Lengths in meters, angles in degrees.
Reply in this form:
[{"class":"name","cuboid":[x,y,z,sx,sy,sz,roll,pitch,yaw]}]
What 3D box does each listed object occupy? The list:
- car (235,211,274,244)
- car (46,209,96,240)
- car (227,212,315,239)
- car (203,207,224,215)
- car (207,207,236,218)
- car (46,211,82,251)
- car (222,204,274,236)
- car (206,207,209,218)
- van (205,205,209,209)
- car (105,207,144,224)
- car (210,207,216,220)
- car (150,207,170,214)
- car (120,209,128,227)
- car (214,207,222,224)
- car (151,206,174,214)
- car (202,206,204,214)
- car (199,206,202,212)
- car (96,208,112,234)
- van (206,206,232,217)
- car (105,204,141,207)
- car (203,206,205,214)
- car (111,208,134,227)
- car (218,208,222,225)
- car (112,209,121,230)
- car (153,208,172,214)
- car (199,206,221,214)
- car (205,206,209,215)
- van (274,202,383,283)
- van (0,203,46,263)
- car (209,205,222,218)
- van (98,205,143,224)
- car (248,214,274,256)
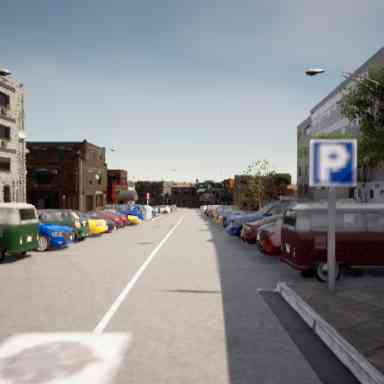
[{"class":"car","cuboid":[4.650,1.719,14.605,5.008,1.535,2.097,0,-3,0]},{"class":"car","cuboid":[-7.648,1.695,17.079,4.553,1.767,2.185,0,-2,0]},{"class":"car","cuboid":[4.621,1.985,20.126,4.792,1.488,2.163,0,-2,0]},{"class":"car","cuboid":[4.682,4.134,73.162,4.553,1.767,2.185,0,-2,0]},{"class":"car","cuboid":[4.681,3.285,53.626,4.553,1.767,2.185,0,-2,0]},{"class":"car","cuboid":[-7.685,1.704,14.286,5.008,1.535,2.097,0,-2,0]},{"class":"car","cuboid":[4.622,1.583,17.348,5.566,2.045,2.435,0,-2,0]},{"class":"car","cuboid":[4.644,2.927,42.455,4.892,1.521,2.231,0,-2,0]},{"class":"van","cuboid":[4.534,2.942,48.048,4.442,1.987,1.878,0,-2,0]},{"class":"car","cuboid":[-7.494,2.429,31.143,5.366,1.575,1.946,0,-2,0]},{"class":"car","cuboid":[4.836,2.559,34.083,5.366,1.575,1.946,0,-3,0]},{"class":"car","cuboid":[-7.648,4.421,79.813,4.553,1.767,2.185,0,-3,0]},{"class":"car","cuboid":[-7.677,2.230,25.563,4.674,1.452,2.002,0,-2,0]},{"class":"car","cuboid":[4.836,2.316,28.501,5.366,1.575,1.946,0,-2,0]},{"class":"car","cuboid":[-7.708,4.174,77.008,5.566,2.045,2.435,0,-2,0]},{"class":"car","cuboid":[4.679,3.804,61.994,4.792,1.488,2.163,0,-3,0]},{"class":"car","cuboid":[4.678,3.766,67.587,5.566,2.045,2.435,0,-2,0]},{"class":"car","cuboid":[-7.865,1.944,19.989,5.366,1.575,1.946,0,-2,0]},{"class":"van","cuboid":[4.767,3.428,59.211,4.442,1.987,1.878,0,-2,0]},{"class":"car","cuboid":[-7.708,2.297,33.817,5.566,2.045,2.435,0,-2,0]},{"class":"car","cuboid":[4.645,3.295,50.954,5.008,1.535,2.097,0,-2,0]},{"class":"car","cuboid":[-7.677,2.346,28.228,4.674,1.452,2.002,0,-2,0]},{"class":"car","cuboid":[4.680,2.227,25.708,4.792,1.488,2.163,0,-2,0]},{"class":"car","cuboid":[-7.651,2.098,22.777,4.792,1.488,2.163,0,-2,0]},{"class":"car","cuboid":[-7.676,4.848,85.801,4.674,1.452,2.002,0,-2,0]},{"class":"car","cuboid":[4.623,4.615,87.123,5.566,2.045,2.435,0,-2,0]},{"class":"car","cuboid":[4.656,3.048,45.247,4.892,1.521,2.231,0,-2,0]},{"class":"van","cuboid":[4.767,1.312,8.996,4.442,1.987,1.878,0,-2,0]},{"class":"van","cuboid":[-7.796,1.381,11.521,4.442,1.987,1.878,0,-2,0]},{"class":"car","cuboid":[4.618,2.679,39.672,4.553,1.767,2.185,0,-2,0]},{"class":"van","cuboid":[-7.796,2.443,36.605,4.442,1.987,1.878,0,-2,0]},{"class":"car","cuboid":[4.680,1.646,11.773,4.792,1.488,2.163,0,-2,0]}]
